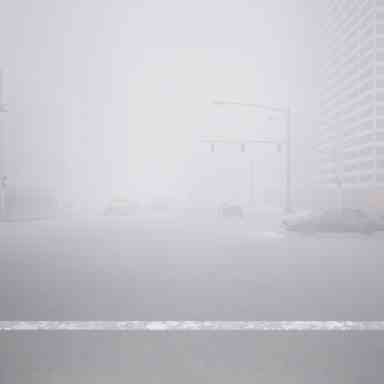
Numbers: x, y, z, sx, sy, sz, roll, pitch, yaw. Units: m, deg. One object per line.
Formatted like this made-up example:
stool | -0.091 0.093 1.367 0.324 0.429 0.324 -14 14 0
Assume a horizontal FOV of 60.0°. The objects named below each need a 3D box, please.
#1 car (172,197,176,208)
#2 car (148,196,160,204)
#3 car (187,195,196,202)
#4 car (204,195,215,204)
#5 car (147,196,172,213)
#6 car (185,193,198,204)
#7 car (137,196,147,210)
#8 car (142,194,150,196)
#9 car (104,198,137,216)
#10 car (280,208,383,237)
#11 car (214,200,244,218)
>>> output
car | -3.653 1.525 47.079 1.812 1.442 4.674 0 0 0
car | -7.152 1.504 62.888 1.837 1.490 4.892 0 0 0
car | -0.115 1.381 74.562 1.994 1.385 4.181 0 0 0
car | 3.400 1.352 64.670 2.097 1.767 4.553 0 0 0
car | -3.640 1.505 37.849 1.837 1.490 4.892 0 0 0
car | -0.099 1.221 63.891 2.150 2.045 5.566 0 0 0
car | -7.155 1.547 42.455 2.033 1.411 5.357 0 0 0
car | -7.168 1.525 52.279 1.812 1.442 4.674 0 0 0
car | -7.175 1.352 32.980 2.097 1.767 4.553 0 0 1
car | 7.535 1.548 17.619 5.357 1.411 2.033 0 0 0
car | 3.433 1.525 29.817 1.812 1.442 4.674 -1 0 -3
